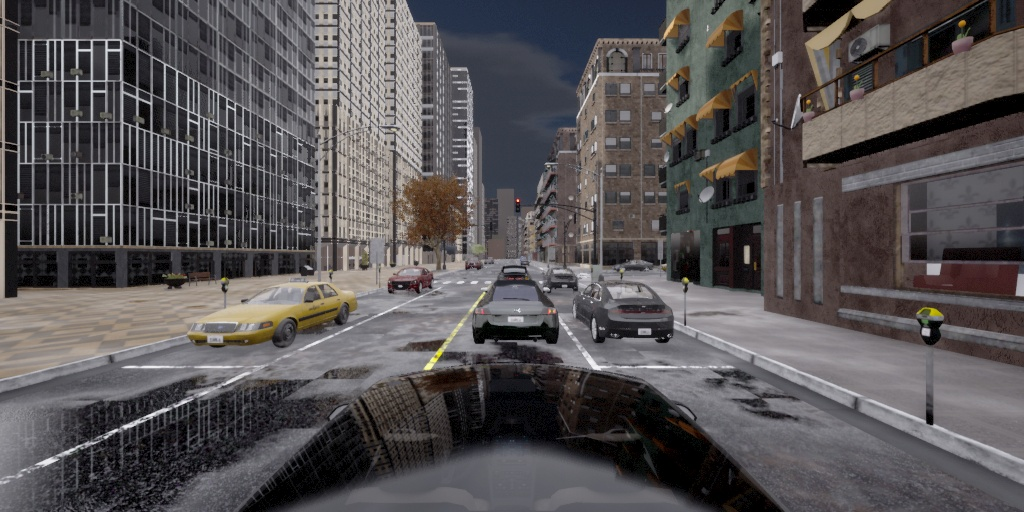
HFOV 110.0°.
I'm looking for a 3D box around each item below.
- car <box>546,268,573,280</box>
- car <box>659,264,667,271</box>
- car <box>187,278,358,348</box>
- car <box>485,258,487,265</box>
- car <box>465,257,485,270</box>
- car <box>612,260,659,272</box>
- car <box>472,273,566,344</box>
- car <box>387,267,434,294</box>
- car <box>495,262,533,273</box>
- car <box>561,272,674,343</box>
[{"bbox_3d":[2.693,1.305,20.516,2.007,1.370,4.403,0,0,0],"label":"car"},{"bbox_3d":[18.841,1.006,39.983,4.829,1.417,1.751,0,0,-1],"label":"car"},{"bbox_3d":[-5.690,1.276,9.283,1.751,1.417,4.829,0,0,0],"label":"car"},{"bbox_3d":[-5.677,1.356,58.429,1.948,1.339,4.313,0,0,0],"label":"car"},{"bbox_3d":[-5.679,1.098,52.906,2.192,1.841,5.009,0,0,0],"label":"car"},{"bbox_3d":[13.444,1.108,39.929,4.403,1.370,2.007,0,0,-1],"label":"car"},{"bbox_3d":[0.089,1.315,9.598,1.994,1.385,4.181,0,0,0],"label":"car"},{"bbox_3d":[-5.687,1.299,20.518,1.888,1.381,4.507,0,0,0],"label":"car"},{"bbox_3d":[0.109,1.259,19.647,1.837,1.490,4.892,0,0,-1],"label":"car"},{"bbox_3d":[2.691,1.301,9.450,2.007,1.370,4.403,0,0,0],"label":"car"}]
